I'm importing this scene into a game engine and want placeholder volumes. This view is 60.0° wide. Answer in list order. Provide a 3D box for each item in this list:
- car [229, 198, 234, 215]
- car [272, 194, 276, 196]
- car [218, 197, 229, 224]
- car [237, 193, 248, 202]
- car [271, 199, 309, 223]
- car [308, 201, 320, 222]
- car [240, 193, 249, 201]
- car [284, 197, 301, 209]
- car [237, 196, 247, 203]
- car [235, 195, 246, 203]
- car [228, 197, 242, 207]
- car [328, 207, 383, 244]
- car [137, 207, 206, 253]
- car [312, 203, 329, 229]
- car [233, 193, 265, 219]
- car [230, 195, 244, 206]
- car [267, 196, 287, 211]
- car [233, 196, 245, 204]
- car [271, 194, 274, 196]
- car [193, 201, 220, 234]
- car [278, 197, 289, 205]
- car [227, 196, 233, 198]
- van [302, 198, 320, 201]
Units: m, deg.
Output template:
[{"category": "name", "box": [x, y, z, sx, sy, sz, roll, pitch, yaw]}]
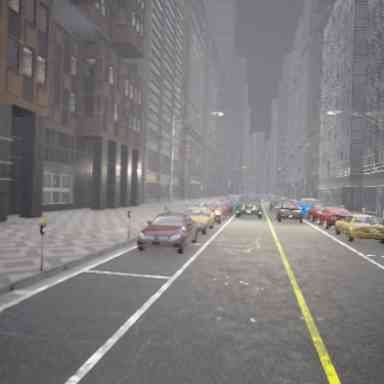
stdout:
[{"category": "car", "box": [2.420, 1.475, 29.732, 1.887, 1.381, 4.507, 2, 0, 11]}, {"category": "car", "box": [21.518, 1.857, 83.092, 1.947, 1.339, 4.313, 2, 0, 11]}, {"category": "car", "box": [1.351, 1.363, 24.234, 1.967, 1.590, 4.097, 2, 0, 11]}, {"category": "car", "box": [12.089, 1.317, 79.213, 2.192, 1.841, 5.009, 2, 0, 11]}, {"category": "car", "box": [7.859, 1.612, 27.164, 2.128, 1.511, 4.902, 2, 0, 11]}, {"category": "car", "box": [10.785, 1.755, 28.108, 1.887, 1.381, 4.507, 2, 0, 11]}, {"category": "car", "box": [14.235, 1.336, 90.209, 2.192, 1.841, 5.009, 2, 0, 11]}, {"category": "car", "box": [15.082, 1.682, 50.101, 1.967, 1.590, 4.097, 2, 0, 11]}, {"category": "car", "box": [11.006, 1.560, 73.716, 1.947, 1.339, 4.313, 2, 0, 11]}, {"category": "car", "box": [9.937, 1.426, 68.218, 1.967, 1.590, 4.097, 2, 0, 11]}, {"category": "car", "box": [6.712, 1.544, 51.724, 1.802, 1.307, 4.206, 2, 0, 11]}, {"category": "car", "box": [8.671, 1.721, 17.278, 1.752, 1.417, 4.829, 2, 0, 11]}, {"category": "car", "box": [-0.801, 1.489, 13.238, 1.802, 1.307, 4.206, 2, 0, 11]}, {"category": "car", "box": [9.711, 1.747, 22.610, 1.887, 1.381, 4.507, 2, 0, 11]}, {"category": "car", "box": [5.169, 1.241, 29.763, 2.150, 2.045, 5.566, 2, 0, 11]}, {"category": "car", "box": [7.791, 1.410, 57.222, 1.967, 1.590, 4.097, 2, 0, 11]}, {"category": "car", "box": [10.804, 1.634, 42.259, 2.128, 1.511, 4.902, 2, 0, 11]}, {"category": "car", "box": [8.860, 1.544, 62.720, 1.947, 1.339, 4.313, 2, 0, 11]}, {"category": "car", "box": [22.591, 1.866, 88.590, 1.947, 1.339, 4.313, 2, 0, 11]}, {"category": "car", "box": [0.242, 1.440, 18.569, 1.752, 1.417, 4.829, 2, 0, 11]}, {"category": "car", "box": [18.299, 1.810, 66.596, 1.887, 1.381, 4.507, 2, 0, 11]}, {"category": "car", "box": [3.494, 1.483, 35.231, 1.887, 1.381, 4.507, 2, 0, 11]}, {"category": "van", "box": [11.866, 1.559, 33.605, 1.690, 1.788, 3.998, 2, 0, 11]}]
